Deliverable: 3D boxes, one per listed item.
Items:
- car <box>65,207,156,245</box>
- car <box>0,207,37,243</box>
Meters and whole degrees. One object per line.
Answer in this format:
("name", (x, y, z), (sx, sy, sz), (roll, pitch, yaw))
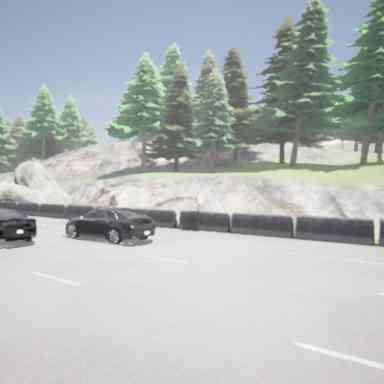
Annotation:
("car", (-3.850, 1.453, 15.342), (4.892, 1.490, 1.837), (0, 0, 36))
("car", (-8.807, 1.411, 14.581), (5.008, 1.535, 1.882), (0, 0, 36))
